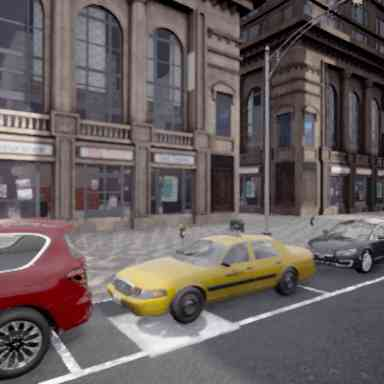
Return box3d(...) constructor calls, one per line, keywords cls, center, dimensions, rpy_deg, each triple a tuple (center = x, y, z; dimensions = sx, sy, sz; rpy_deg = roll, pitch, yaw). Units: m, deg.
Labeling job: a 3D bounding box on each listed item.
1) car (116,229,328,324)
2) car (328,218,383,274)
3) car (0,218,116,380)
box3d(cls="car", center=(0.671, 1.523, 7.126), dimensions=(4.829, 1.417, 1.752), rpy_deg=(0, 0, -36))
box3d(cls="car", center=(5.368, 1.545, 10.479), dimensions=(4.403, 1.369, 2.008), rpy_deg=(0, 0, -36))
box3d(cls="car", center=(-3.750, 1.316, 3.968), dimensions=(5.009, 1.841, 2.192), rpy_deg=(0, 0, -36))
